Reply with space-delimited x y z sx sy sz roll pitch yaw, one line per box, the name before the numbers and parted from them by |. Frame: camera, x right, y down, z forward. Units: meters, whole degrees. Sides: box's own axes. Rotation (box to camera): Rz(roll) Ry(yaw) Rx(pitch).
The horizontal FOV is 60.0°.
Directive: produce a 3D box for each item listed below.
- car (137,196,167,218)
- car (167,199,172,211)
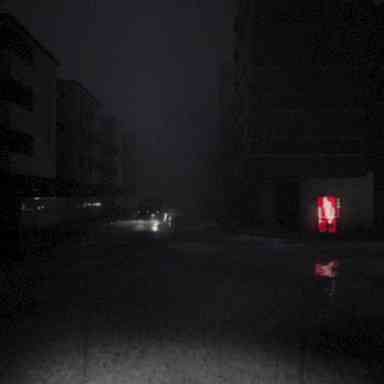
car | -4.075 1.472 33.672 2.150 2.045 5.566 0 0 0
car | -4.053 1.802 43.689 1.882 1.535 5.008 0 0 0
